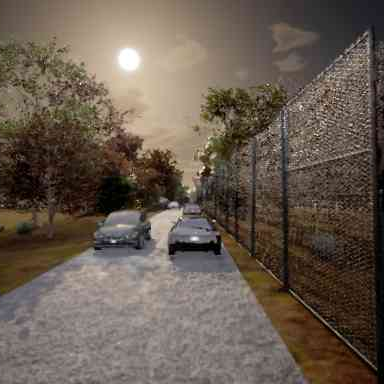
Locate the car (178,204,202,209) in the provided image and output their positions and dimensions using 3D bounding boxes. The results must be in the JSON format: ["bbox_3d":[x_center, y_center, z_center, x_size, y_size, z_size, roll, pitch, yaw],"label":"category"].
[{"bbox_3d":[0.029,1.833,32.174,2.033,1.411,5.357,0,-1,0],"label":"car"}]

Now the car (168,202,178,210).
[{"bbox_3d":[-3.029,2.372,56.573,1.812,1.442,4.674,0,-2,0],"label":"car"}]

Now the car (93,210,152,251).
[{"bbox_3d":[-2.865,1.569,14.526,1.837,1.490,4.892,0,0,0],"label":"car"}]

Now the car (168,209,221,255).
[{"bbox_3d":[0.087,1.622,13.667,1.994,1.385,4.181,0,0,0],"label":"car"}]
